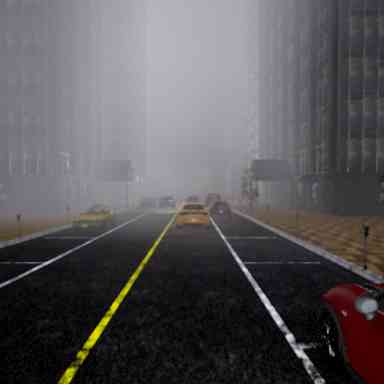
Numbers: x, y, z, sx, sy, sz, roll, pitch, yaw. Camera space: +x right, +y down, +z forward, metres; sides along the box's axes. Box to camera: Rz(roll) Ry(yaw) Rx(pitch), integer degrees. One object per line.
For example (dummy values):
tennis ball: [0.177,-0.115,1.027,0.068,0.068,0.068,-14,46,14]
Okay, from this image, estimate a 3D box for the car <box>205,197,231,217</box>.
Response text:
car: [2.354,1.400,29.221,1.812,1.442,4.674,0,0,0]

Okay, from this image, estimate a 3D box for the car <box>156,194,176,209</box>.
car: [-3.077,1.323,41.915,1.837,1.490,4.892,0,0,0]

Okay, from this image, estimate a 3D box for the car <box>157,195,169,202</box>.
car: [-5.696,1.258,65.543,1.947,1.339,4.313,-1,0,0]

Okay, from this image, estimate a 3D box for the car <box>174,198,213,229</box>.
car: [0.102,1.389,20.936,1.882,1.535,5.008,0,0,0]

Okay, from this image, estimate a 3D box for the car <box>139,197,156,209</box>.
car: [-5.699,1.363,42.846,2.008,1.369,4.403,-1,0,0]

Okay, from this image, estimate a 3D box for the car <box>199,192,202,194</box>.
car: [2.685,1.183,71.332,1.752,1.417,4.829,-1,0,0]

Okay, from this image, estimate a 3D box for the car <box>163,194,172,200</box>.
car: [-5.695,1.152,76.721,1.752,1.417,4.829,-1,0,0]

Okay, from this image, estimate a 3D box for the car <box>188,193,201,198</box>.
car: [0.104,1.304,45.392,1.837,1.490,4.892,0,0,0]

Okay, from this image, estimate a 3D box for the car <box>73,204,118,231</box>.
car: [-5.686,1.441,19.980,1.752,1.417,4.829,-1,0,0]

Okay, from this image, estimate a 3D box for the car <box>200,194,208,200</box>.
car: [2.685,1.150,77.006,1.752,1.417,4.829,-1,0,0]

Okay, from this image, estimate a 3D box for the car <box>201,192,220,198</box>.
car: [2.678,1.127,42.787,2.192,1.841,5.009,-1,0,0]

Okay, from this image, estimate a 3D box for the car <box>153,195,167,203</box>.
car: [-5.696,1.290,59.869,1.947,1.339,4.313,-1,0,0]

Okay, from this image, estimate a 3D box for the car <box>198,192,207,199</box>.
car: [2.683,0.872,88.185,2.192,1.841,5.009,-1,0,0]

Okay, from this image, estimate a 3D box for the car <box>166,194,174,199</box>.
car: [-5.693,1.139,88.240,1.802,1.307,4.206,-1,0,0]

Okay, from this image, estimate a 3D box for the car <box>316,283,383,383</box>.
car: [2.676,1.428,3.066,1.967,1.590,4.097,-1,0,0]
